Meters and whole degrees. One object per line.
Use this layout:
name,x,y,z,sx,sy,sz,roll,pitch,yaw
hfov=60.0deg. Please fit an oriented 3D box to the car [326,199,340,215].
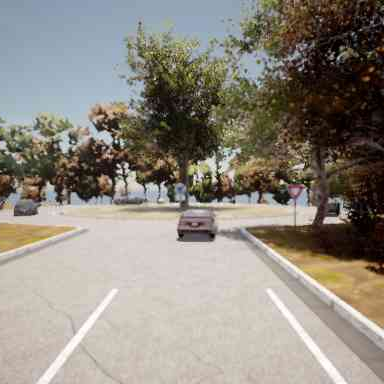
car,13.493,1.442,32.828,2.128,1.511,4.902,0,0,24

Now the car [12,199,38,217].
car,-15.733,1.457,31.444,1.837,1.490,4.892,-2,1,-24

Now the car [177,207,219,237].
car,0.406,1.521,17.725,2.033,1.411,5.357,0,0,6

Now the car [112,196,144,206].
car,-10.025,1.413,52.162,4.902,1.511,2.128,0,0,-29
